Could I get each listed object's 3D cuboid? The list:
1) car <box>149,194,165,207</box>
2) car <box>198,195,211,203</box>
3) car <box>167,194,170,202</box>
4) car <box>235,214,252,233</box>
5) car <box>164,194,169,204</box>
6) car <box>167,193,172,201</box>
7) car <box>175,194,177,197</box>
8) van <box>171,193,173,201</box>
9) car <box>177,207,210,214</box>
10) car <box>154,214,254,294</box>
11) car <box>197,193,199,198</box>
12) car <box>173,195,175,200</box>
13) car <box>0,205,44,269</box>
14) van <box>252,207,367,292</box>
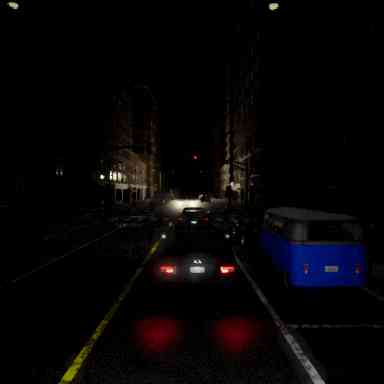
[{"bbox_3d":[-5.680,1.493,52.131,1.752,1.417,4.829,0,0,0],"label":"car"},{"bbox_3d":[2.841,1.404,68.690,1.967,1.590,4.097,0,0,0],"label":"car"},{"bbox_3d":[-5.682,1.509,63.202,1.887,1.381,4.507,0,0,0],"label":"car"},{"bbox_3d":[2.853,1.562,14.314,1.947,1.339,4.313,0,0,0],"label":"car"},{"bbox_3d":[-5.681,1.516,57.751,2.008,1.369,4.403,0,0,0],"label":"car"},{"bbox_3d":[-5.683,1.509,68.653,1.887,1.381,4.507,0,0,0],"label":"car"},{"bbox_3d":[-5.687,1.282,85.005,2.192,1.841,5.009,0,0,0],"label":"car"},{"bbox_3d":[-5.685,1.305,74.104,1.690,1.788,3.998,0,0,0],"label":"van"},{"bbox_3d":[0.097,1.557,19.243,1.994,1.385,4.181,0,0,0],"label":"car"},{"bbox_3d":[0.099,1.546,8.923,2.033,1.411,5.357,0,0,0],"label":"car"},{"bbox_3d":[2.840,1.516,79.588,2.008,1.369,4.403,0,0,0],"label":"car"},{"bbox_3d":[-5.685,1.516,79.554,2.008,1.369,4.403,0,0,0],"label":"car"},{"bbox_3d":[-5.671,1.313,8.612,2.192,1.841,5.009,0,0,0],"label":"car"},{"bbox_3d":[2.853,1.339,8.653,1.690,1.788,3.998,0,0,0],"label":"van"}]
